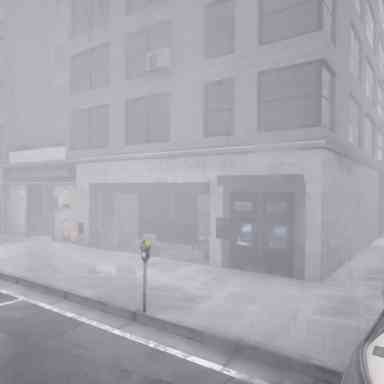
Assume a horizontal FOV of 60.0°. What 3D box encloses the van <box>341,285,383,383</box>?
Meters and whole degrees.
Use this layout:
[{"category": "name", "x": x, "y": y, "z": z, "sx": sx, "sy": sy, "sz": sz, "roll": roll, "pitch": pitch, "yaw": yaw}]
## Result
[{"category": "van", "x": 2.592, "y": 1.342, "z": 1.095, "sx": 3.998, "sy": 1.788, "sz": 1.690, "roll": 0, "pitch": 1, "yaw": 36}]
